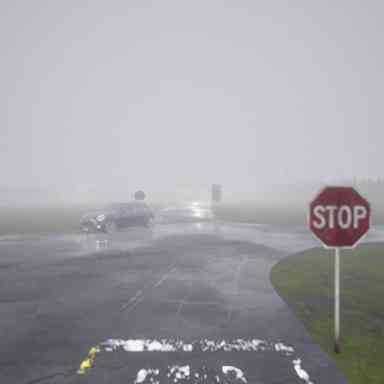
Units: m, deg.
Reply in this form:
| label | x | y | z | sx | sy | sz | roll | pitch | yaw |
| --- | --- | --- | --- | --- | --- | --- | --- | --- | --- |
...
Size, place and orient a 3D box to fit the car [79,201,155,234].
| label | x | y | z | sx | sy | sz | roll | pitch | yaw |
| --- | --- | --- | --- | --- | --- | --- | --- | --- | --- |
| car | -4.329 | 1.373 | 19.591 | 2.097 | 1.767 | 4.553 | -2 | 0 | 36 |
